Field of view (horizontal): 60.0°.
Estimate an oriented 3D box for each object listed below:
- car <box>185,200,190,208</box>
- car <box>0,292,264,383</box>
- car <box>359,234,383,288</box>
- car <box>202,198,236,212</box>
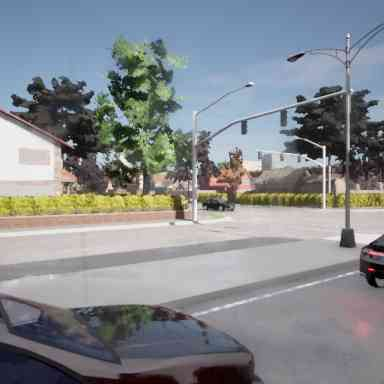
[{"bbox_3d":[-2.211,1.375,47.492,2.097,1.767,4.553,0,0,-36],"label":"car"},{"bbox_3d":[-1.936,1.547,2.368,5.357,1.411,2.033,0,0,-35],"label":"car"},{"bbox_3d":[5.983,1.500,8.053,4.902,1.511,2.128,0,0,-35],"label":"car"},{"bbox_3d":[3.180,1.528,40.075,1.837,1.490,4.892,0,0,-36],"label":"car"}]
